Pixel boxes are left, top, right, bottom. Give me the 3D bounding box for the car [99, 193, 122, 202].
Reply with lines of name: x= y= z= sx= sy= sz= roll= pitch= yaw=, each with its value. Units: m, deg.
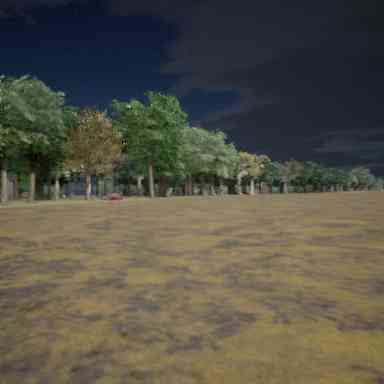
car: x=-14.749 y=1.006 z=60.445 sx=1.812 sy=1.442 sz=4.674 roll=-3 pitch=-1 yaw=36
